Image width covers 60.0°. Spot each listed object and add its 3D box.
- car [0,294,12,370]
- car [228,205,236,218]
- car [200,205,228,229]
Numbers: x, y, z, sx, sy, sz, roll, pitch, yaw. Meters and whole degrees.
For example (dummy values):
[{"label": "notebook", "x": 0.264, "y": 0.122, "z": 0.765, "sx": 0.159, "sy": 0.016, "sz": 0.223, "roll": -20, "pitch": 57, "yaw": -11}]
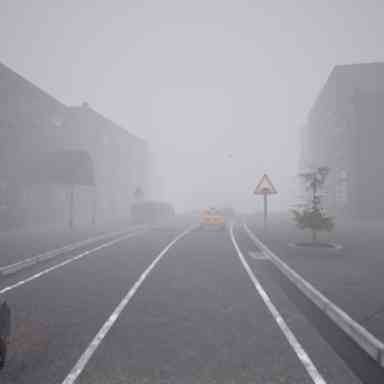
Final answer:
[{"label": "car", "x": -3.031, "y": 1.511, "z": 1.936, "sx": 1.837, "sy": 1.490, "sz": 4.892, "roll": 0, "pitch": 0, "yaw": 1}, {"label": "car", "x": 4.502, "y": 2.479, "z": 42.423, "sx": 1.837, "sy": 1.490, "sz": 4.892, "roll": -1, "pitch": -2, "yaw": 12}, {"label": "car", "x": 1.653, "y": 1.939, "z": 25.449, "sx": 1.801, "sy": 1.575, "sz": 5.366, "roll": 0, "pitch": -2, "yaw": 7}]
